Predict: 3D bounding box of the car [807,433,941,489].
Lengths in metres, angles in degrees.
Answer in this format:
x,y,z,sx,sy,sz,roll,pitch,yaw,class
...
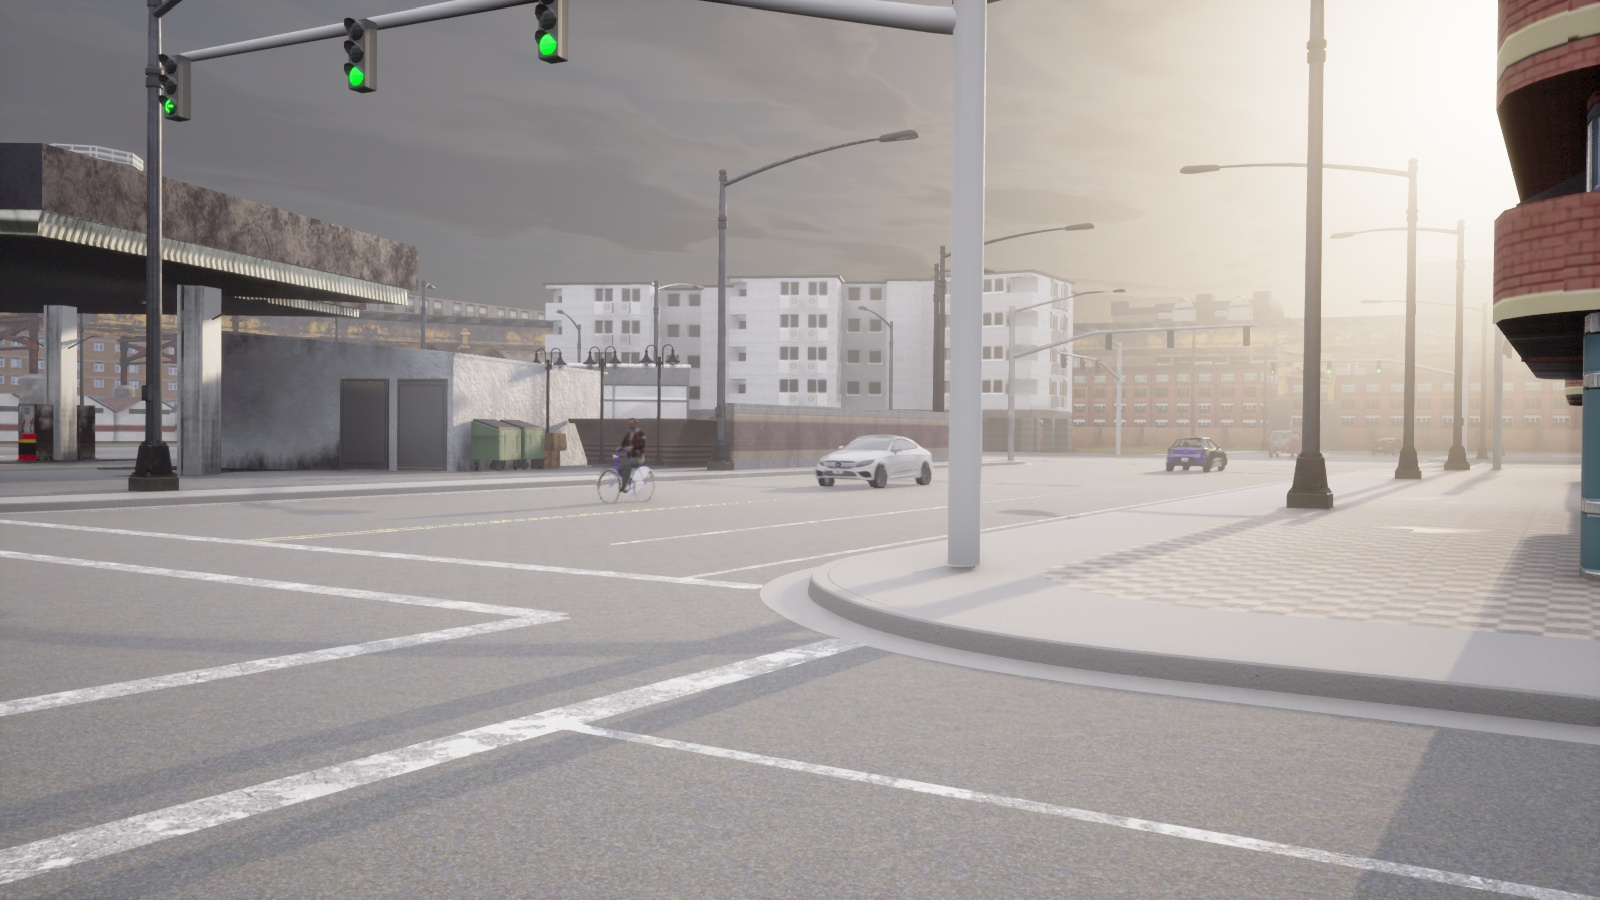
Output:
x,y,z,sx,sy,sz,roll,pitch,yaw,class
2.163,0.255,35.329,1.812,1.442,4.674,0,1,31,car

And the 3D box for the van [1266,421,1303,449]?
x,y,z,sx,sy,sz,roll,pitch,yaw,class
35.150,-1.077,91.048,1.775,1.987,4.442,0,1,31,van

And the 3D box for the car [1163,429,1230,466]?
x,y,z,sx,sy,sz,roll,pitch,yaw,class
16.877,-0.136,53.314,1.816,1.474,4.193,0,1,31,car

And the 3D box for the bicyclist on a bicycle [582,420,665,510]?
x,y,z,sx,sy,sz,roll,pitch,yaw,class
-3.583,0.284,25.626,0.659,1.776,1.843,0,1,31,bicyclist on a bicycle
